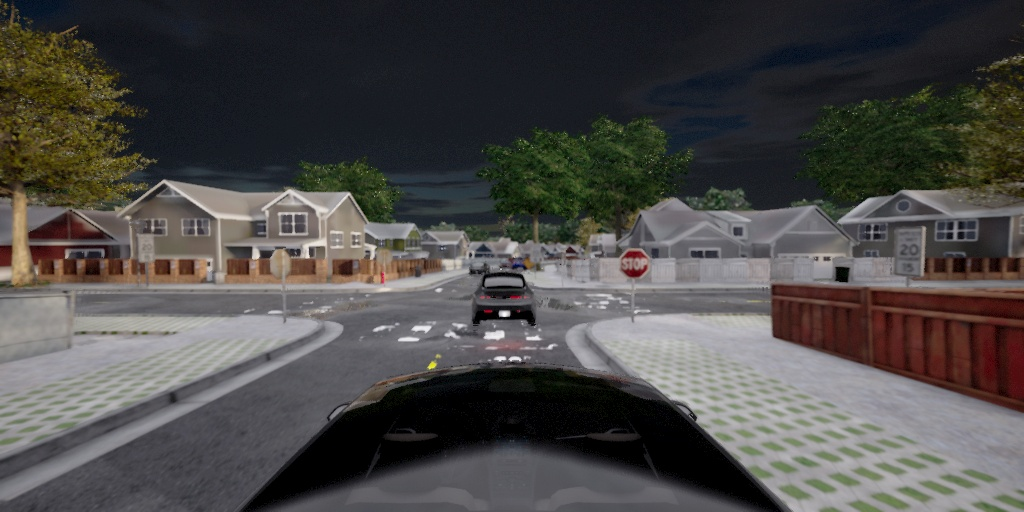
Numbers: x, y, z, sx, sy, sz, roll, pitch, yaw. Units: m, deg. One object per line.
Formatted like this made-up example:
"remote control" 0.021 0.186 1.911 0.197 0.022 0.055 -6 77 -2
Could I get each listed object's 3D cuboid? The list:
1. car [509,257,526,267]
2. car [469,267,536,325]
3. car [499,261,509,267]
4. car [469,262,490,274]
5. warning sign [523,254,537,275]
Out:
"car" 1.413 1.203 58.873 2.150 2.045 5.566 0 0 9
"car" -0.303 1.279 11.912 1.837 1.490 4.892 0 0 -3
"car" -0.955 1.536 62.014 1.994 1.385 4.181 0 0 10
"car" -3.479 1.357 39.069 1.882 1.535 5.008 0 0 3
"warning sign" 1.713 0.994 37.154 1.300 1.860 1.060 0 0 2
